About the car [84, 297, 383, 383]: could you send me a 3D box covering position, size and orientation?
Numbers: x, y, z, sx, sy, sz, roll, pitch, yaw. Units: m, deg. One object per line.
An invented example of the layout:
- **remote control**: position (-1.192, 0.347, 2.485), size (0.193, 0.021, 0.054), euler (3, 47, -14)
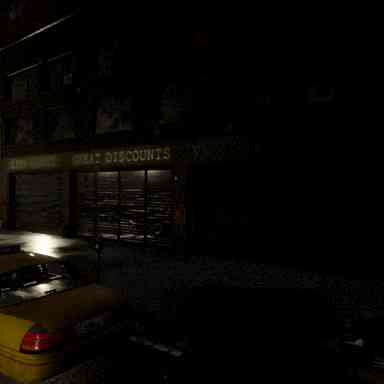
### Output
- **car**: position (1.628, 1.551, 1.922), size (4.403, 1.369, 2.008), euler (0, 1, 36)

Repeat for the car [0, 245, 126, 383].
- **car**: position (-3.056, 1.524, 5.267), size (4.829, 1.417, 1.752), euler (0, 1, 36)
